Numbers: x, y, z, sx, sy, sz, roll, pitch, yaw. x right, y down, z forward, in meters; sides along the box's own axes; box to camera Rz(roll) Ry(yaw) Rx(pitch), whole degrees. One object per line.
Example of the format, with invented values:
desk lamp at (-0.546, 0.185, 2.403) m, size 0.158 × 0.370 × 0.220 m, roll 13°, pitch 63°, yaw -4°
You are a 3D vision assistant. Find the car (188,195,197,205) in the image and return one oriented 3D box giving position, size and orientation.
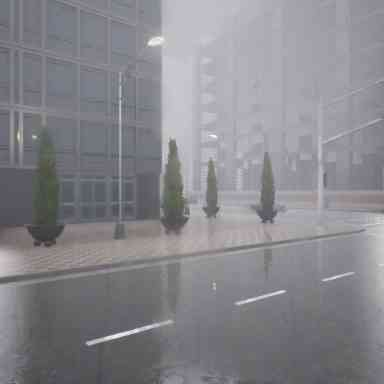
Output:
car at (-1.005, 1.407, 61.995) m, size 2.097 × 1.767 × 4.553 m, roll 0°, pitch 0°, yaw -36°

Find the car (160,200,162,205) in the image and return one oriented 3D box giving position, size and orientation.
car at (-5.641, 1.406, 56.293) m, size 2.097 × 1.767 × 4.553 m, roll 0°, pitch 0°, yaw -36°

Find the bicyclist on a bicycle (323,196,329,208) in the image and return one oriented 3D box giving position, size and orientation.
bicyclist on a bicycle at (17.854, 1.356, 44.381) m, size 1.656 × 1.620 × 0.582 m, roll 0°, pitch 0°, yaw -36°

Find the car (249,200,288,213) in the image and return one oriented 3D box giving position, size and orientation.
car at (8.427, 1.581, 37.006) m, size 1.812 × 1.442 × 4.674 m, roll 0°, pitch 0°, yaw -36°
